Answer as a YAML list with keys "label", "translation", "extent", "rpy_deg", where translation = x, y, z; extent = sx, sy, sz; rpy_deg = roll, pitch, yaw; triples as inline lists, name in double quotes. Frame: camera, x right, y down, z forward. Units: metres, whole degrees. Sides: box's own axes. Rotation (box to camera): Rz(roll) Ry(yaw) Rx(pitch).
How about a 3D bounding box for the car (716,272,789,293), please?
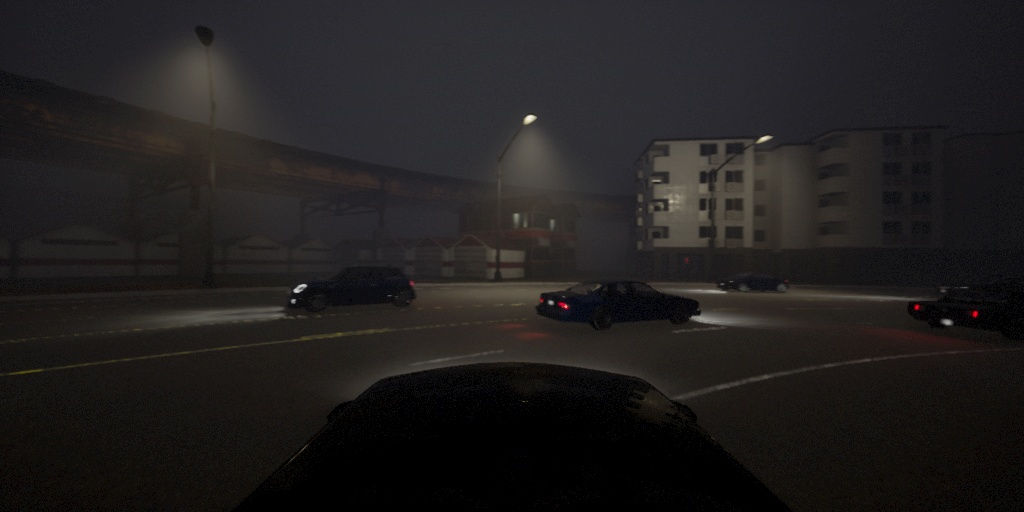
- label: "car"
  translation: [16.394, 1.771, 24.576]
  extent: [4.181, 1.385, 1.994]
  rpy_deg: [1, -1, -1]

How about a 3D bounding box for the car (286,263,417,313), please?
- label: "car"
  translation: [-6.220, 1.148, 14.144]
  extent: [4.553, 1.767, 2.097]
  rpy_deg: [1, 0, -33]

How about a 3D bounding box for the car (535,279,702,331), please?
- label: "car"
  translation: [3.422, 1.444, 11.390]
  extent: [5.357, 1.411, 2.033]
  rpy_deg: [1, -1, -23]

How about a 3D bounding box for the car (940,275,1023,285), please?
- label: "car"
  translation: [27.358, 1.799, 20.246]
  extent: [4.902, 1.511, 2.128]
  rpy_deg: [1, -1, 12]

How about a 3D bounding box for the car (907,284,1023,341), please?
- label: "car"
  translation: [14.694, 1.638, 10.485]
  extent: [4.718, 1.301, 1.895]
  rpy_deg: [1, -1, -5]
